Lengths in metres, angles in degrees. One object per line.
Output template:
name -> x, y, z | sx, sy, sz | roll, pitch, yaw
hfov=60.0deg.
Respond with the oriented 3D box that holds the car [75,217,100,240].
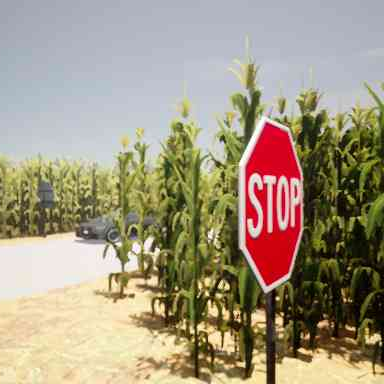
car -> -3.483, 1.575, 16.185 | 1.994, 1.385, 4.181 | 0, 0, 36
